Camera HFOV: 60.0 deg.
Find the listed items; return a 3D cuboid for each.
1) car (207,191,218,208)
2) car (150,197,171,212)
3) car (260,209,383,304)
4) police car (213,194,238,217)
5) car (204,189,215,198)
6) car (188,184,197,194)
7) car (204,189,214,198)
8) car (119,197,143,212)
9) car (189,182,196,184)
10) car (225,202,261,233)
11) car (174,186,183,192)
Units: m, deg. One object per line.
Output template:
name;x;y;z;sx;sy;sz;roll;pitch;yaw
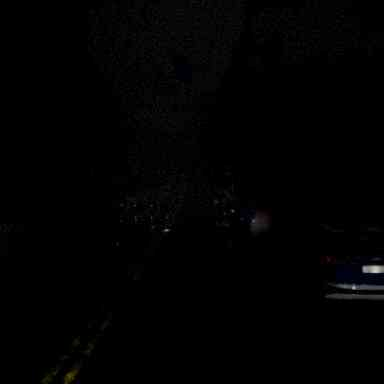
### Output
car;3.312;1.088;41.155;2.033;1.649;4.856;0;2;0
car;-3.293;1.289;35.589;1.837;1.490;4.892;0;1;0
car;3.263;1.444;8.177;2.033;1.649;4.856;0;0;0
police car;3.296;1.284;30.281;1.930;1.638;5.238;0;1;0
car;3.344;0.214;63.123;1.837;1.490;4.892;0;3;0
car;0.110;-0.448;73.629;1.812;1.442;4.674;0;3;0
car;3.328;0.745;52.138;1.882;1.535;5.008;0;3;0
car;-6.540;1.295;36.371;1.812;1.442;4.674;0;1;0
car;0.139;-1.766;92.912;2.150;2.045;5.566;0;3;0
car;3.279;1.513;19.173;1.994;1.385;4.181;0;0;0
car;-3.135;-0.635;77.005;1.895;1.301;4.718;0;3;0
